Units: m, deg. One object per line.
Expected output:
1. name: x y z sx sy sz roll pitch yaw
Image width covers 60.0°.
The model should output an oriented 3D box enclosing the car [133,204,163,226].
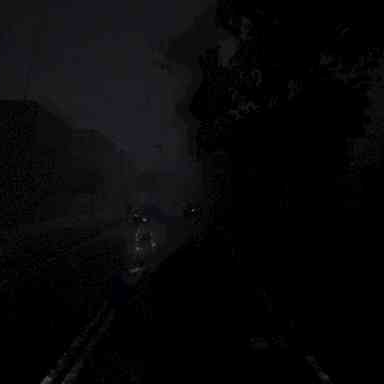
1. car: -3.332 1.730 25.931 2.128 1.511 4.902 0 -1 0

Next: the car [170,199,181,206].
1. car: -3.217 2.100 66.054 1.812 1.442 4.674 0 0 1

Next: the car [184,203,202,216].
1. car: 0.125 1.893 36.587 1.994 1.385 4.181 0 0 0
